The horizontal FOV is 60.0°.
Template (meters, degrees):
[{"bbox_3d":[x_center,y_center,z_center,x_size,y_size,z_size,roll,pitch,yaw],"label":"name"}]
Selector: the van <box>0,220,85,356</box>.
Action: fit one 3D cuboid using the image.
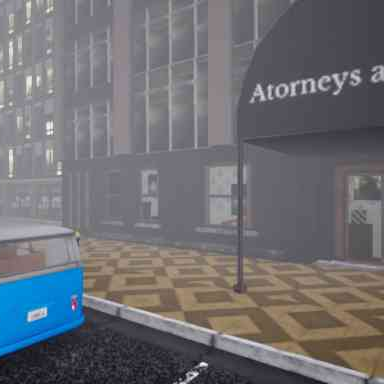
[{"bbox_3d":[-3.497,1.341,5.359,3.998,1.788,1.690,0,0,35],"label":"van"}]
